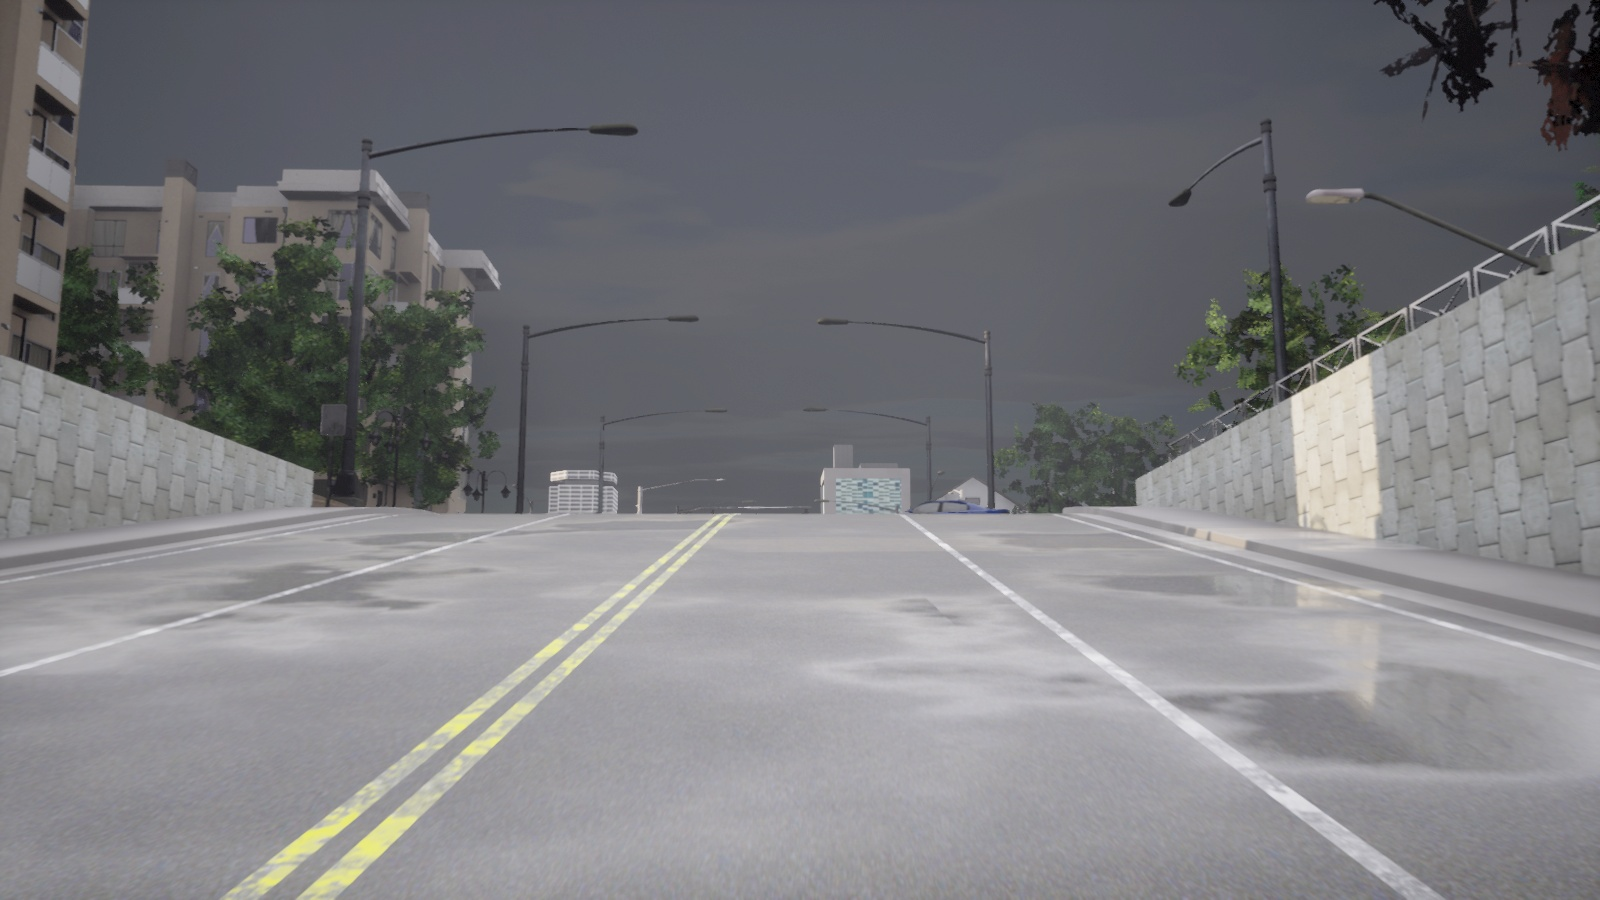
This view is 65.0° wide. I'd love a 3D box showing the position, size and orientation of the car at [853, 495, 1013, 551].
[{"bbox_3d":[4.406,2.456,41.559,5.008,1.535,1.882,-3,-9,14],"label":"car"}]
